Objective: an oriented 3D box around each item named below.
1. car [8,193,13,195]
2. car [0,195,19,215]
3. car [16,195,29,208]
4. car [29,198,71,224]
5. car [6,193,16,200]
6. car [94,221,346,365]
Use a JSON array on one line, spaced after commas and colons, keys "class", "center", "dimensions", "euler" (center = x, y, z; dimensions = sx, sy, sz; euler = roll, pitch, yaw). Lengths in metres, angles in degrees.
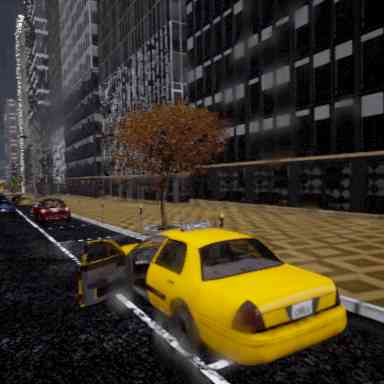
[{"class": "car", "center": [-22.183, 1.248, 38.548], "dimensions": [1.837, 1.490, 4.892], "euler": [-3, 2, -30]}, {"class": "car", "center": [-16.662, 1.315, 29.341], "dimensions": [1.812, 1.442, 4.674], "euler": [-3, 2, -30]}, {"class": "car", "center": [-21.109, 1.149, 41.854], "dimensions": [1.752, 1.417, 4.829], "euler": [-4, 2, -31]}, {"class": "car", "center": [-9.494, 1.167, 22.384], "dimensions": [1.967, 1.590, 4.097], "euler": [-4, 2, -31]}, {"class": "car", "center": [-41.290, 0.988, 75.661], "dimensions": [1.752, 1.417, 4.829], "euler": [-4, 2, -31]}, {"class": "car", "center": [-0.068, 1.290, 5.960], "dimensions": [1.801, 1.575, 5.366], "euler": [-3, 2, -31]}]
